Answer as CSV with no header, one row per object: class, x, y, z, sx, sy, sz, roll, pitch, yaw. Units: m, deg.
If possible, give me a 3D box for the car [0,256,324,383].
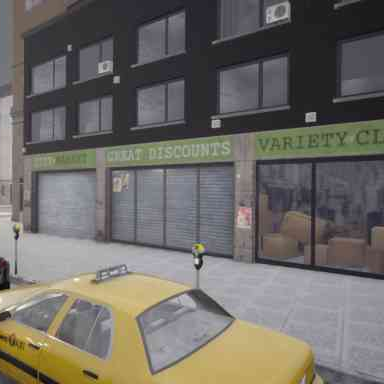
car,-1.100,1.525,3.862,4.829,1.417,1.752,0,1,35
